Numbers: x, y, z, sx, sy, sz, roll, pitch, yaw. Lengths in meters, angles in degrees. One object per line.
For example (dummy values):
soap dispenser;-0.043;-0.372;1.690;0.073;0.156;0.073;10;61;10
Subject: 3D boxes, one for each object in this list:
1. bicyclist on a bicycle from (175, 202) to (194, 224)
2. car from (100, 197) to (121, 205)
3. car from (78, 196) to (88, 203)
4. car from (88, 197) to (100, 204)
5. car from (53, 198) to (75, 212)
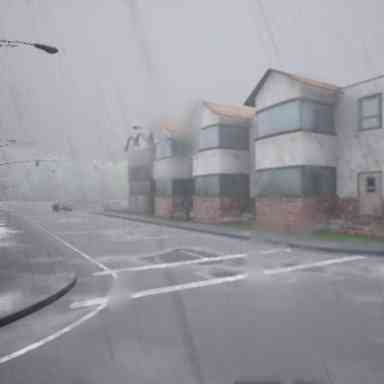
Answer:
bicyclist on a bicycle;-0.525;1.537;24.475;1.656;1.620;0.582;0;-1;-31
car;-17.726;2.044;73.647;3.806;1.475;1.970;0;-1;-31
car;-27.909;2.102;89.942;3.866;1.878;1.905;0;-1;-31
car;-21.312;2.037;78.979;5.027;1.636;2.152;0;-1;-31
car;-18.154;1.988;46.352;2.033;1.411;5.357;-1;0;-31
